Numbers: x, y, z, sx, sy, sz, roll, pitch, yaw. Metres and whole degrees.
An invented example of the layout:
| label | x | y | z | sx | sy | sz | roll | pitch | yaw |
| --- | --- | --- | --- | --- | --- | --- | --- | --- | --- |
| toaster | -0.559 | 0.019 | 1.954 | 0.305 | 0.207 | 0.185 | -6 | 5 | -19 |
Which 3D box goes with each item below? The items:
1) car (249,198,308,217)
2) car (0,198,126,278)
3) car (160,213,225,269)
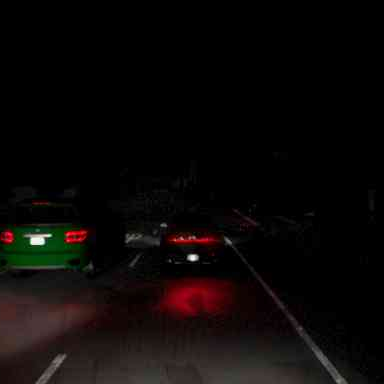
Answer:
| label | x | y | z | sx | sy | sz | roll | pitch | yaw |
| --- | --- | --- | --- | --- | --- | --- | --- | --- | --- |
| car | 7.172 | 1.243 | 27.666 | 4.902 | 1.511 | 2.128 | -1 | 0 | -10 |
| car | -3.491 | 1.180 | 10.124 | 2.150 | 2.045 | 5.566 | 0 | 0 | -1 |
| car | -0.010 | 1.457 | 10.993 | 1.837 | 1.490 | 4.892 | 0 | 0 | -1 |
